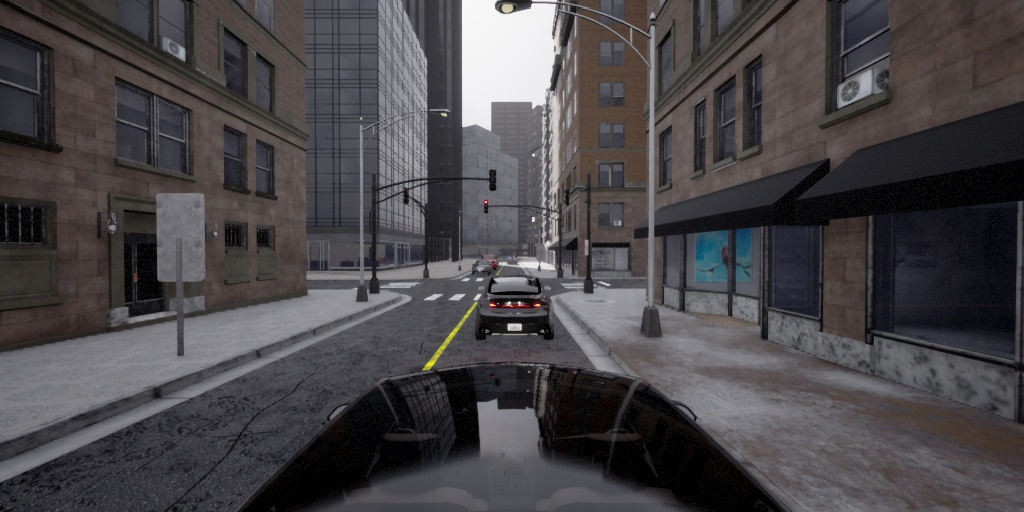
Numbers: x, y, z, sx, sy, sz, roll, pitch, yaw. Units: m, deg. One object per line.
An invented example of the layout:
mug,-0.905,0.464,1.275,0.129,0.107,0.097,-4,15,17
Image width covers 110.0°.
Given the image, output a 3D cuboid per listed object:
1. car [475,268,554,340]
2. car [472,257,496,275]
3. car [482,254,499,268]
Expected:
car,0.070,1.252,9.972,1.837,1.490,4.892,0,0,0
car,-3.134,1.163,37.962,2.128,1.511,4.902,0,0,0
car,-3.151,0.809,48.266,2.150,2.045,5.566,0,1,0
